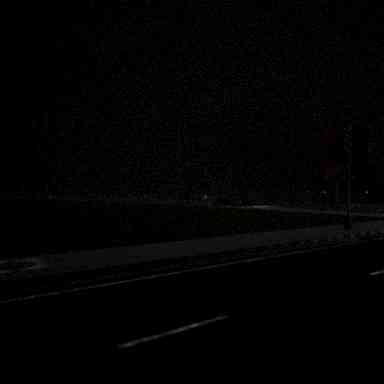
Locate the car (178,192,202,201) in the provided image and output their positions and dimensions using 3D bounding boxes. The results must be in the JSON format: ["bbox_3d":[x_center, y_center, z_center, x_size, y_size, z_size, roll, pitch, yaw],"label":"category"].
[{"bbox_3d":[-0.914,0.941,72.441,2.150,2.045,5.566,0,0,-36],"label":"car"}]

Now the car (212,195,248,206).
[{"bbox_3d":[5.873,1.411,51.964,2.128,1.511,4.902,0,0,-36],"label":"car"}]

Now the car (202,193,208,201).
[{"bbox_3d":[1.747,1.074,74.308,2.097,1.767,4.553,0,0,-36],"label":"car"}]

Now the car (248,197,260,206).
[{"bbox_3d":[8.841,1.451,53.416,1.812,1.442,4.674,0,0,-36],"label":"car"}]
